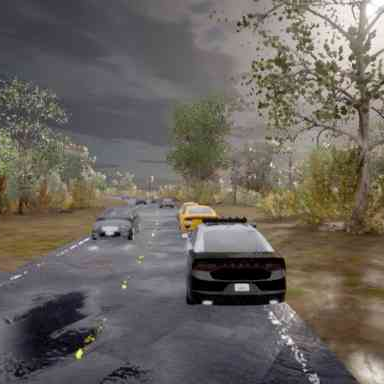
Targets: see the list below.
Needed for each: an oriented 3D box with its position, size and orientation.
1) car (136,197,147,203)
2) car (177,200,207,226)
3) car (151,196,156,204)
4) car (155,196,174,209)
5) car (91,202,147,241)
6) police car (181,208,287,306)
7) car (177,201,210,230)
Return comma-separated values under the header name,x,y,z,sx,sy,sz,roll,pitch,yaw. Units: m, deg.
name,x,y,z,sx,sy,sz,roll,pitch,yaw
car,-8.657,1.535,56.759,2.033,1.411,5.357,0,0,-11
car,-0.135,1.450,24.431,1.801,1.575,5.366,0,0,-5
car,-6.803,1.510,63.510,1.812,1.442,4.674,0,0,-12
car,-3.567,1.537,46.150,2.033,1.411,5.357,0,0,-9
car,-3.650,1.488,16.623,2.128,1.511,4.902,0,0,-3
police car,0.776,1.423,8.251,1.930,1.638,5.238,0,0,-2
car,0.317,1.474,18.210,1.882,1.535,5.008,0,0,-4
